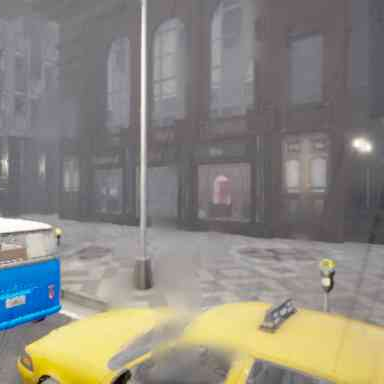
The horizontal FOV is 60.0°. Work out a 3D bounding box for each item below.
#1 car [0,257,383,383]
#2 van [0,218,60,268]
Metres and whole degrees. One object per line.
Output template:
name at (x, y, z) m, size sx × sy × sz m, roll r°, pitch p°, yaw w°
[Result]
car at (0.432, 1.523, 2.653) m, size 4.829 × 1.417 × 1.752 m, roll 0°, pitch 0°, yaw 36°
van at (-4.018, 1.324, 5.827) m, size 3.998 × 1.788 × 1.690 m, roll 0°, pitch 0°, yaw 36°
